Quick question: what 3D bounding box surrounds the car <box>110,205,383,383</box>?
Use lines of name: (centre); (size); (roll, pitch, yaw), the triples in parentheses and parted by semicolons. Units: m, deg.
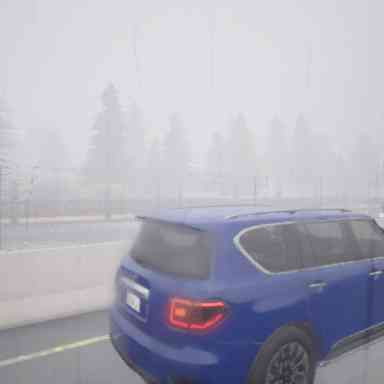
car: (1.615, 1.213, 4.950); (5.566, 2.045, 2.150); (0, 0, -34)
